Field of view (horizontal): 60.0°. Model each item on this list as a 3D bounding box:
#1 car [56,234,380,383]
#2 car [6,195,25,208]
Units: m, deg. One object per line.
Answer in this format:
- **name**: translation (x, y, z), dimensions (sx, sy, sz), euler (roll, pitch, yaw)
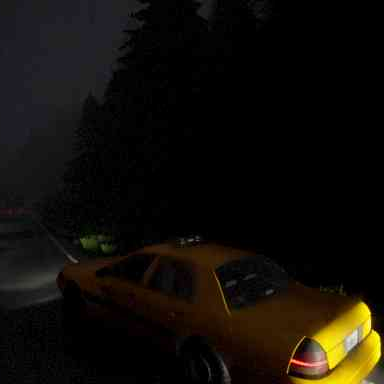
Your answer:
- **car**: translation (-0.256, 1.418, 5.070), dimensions (5.366, 1.575, 1.801), euler (1, 1, 44)
- **car**: translation (-21.206, 1.058, 40.011), dimensions (2.128, 1.511, 4.902), euler (-2, 2, -27)
